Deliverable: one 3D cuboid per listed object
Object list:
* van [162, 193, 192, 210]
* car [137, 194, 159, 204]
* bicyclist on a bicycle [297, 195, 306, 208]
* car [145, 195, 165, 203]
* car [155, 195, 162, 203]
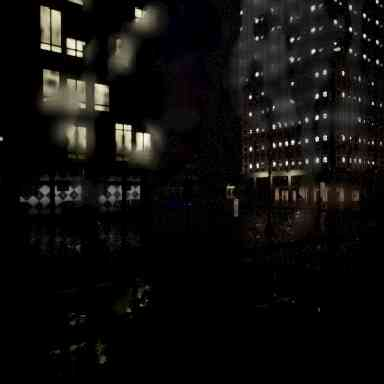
[{"bbox_3d":[-1.557,1.210,40.174,1.690,1.788,3.998,0,0,-34],"label":"van"},{"bbox_3d":[-7.887,1.204,59.802,1.882,1.535,5.008,-1,1,-34],"label":"car"},{"bbox_3d":[12.833,1.117,39.125,1.656,1.620,0.582,-1,1,-34],"label":"bicyclist on a bicycle"},{"bbox_3d":[-7.063,1.238,63.215,1.887,1.381,4.507,0,0,-34],"label":"car"},{"bbox_3d":[-3.953,1.035,58.630,2.192,1.841,5.009,0,0,-34],"label":"car"}]
